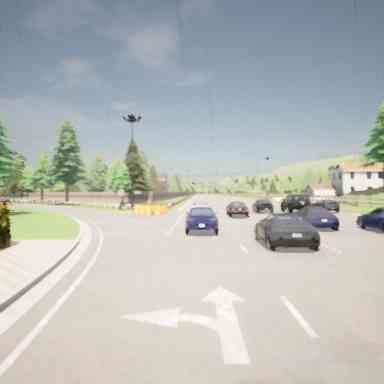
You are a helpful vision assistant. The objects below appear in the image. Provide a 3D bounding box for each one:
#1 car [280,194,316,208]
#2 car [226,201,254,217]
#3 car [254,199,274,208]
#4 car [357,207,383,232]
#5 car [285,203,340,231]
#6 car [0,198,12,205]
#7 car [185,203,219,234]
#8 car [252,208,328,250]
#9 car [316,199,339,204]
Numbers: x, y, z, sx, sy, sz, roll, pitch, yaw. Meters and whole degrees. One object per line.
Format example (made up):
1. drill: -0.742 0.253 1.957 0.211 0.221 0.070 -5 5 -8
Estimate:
1. car: 11.447 1.285 36.935 2.150 2.045 5.566 0 0 1
2. car: 4.346 1.623 32.306 2.033 1.411 5.357 0 0 1
3. car: 7.965 1.583 37.770 1.837 1.490 4.892 0 0 1
4. car: 11.049 1.539 18.589 1.812 1.442 4.674 0 0 1
5. car: 7.600 1.596 20.973 1.994 1.385 4.181 0 0 1
6. car: -37.557 1.838 66.253 4.674 1.442 1.812 0 0 42
7. car: 0.568 1.579 19.548 1.812 1.442 4.674 0 0 1
8. car: 3.957 1.591 14.384 1.994 1.385 4.181 0 0 1
9. car: 14.963 1.544 37.510 2.128 1.511 4.902 0 0 1
